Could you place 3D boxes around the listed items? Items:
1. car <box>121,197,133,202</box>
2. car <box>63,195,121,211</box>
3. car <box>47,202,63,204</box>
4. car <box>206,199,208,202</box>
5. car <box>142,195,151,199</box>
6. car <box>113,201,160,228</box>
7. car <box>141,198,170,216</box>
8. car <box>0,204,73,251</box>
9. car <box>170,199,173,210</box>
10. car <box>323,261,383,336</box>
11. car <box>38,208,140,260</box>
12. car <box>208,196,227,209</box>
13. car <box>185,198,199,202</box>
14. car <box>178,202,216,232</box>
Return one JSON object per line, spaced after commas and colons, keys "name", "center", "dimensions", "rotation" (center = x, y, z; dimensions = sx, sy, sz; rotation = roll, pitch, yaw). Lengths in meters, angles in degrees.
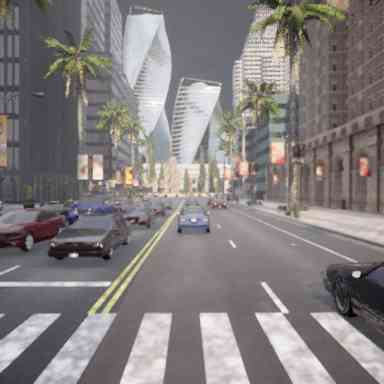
{"name": "car", "center": [-6.993, 1.552, 33.868], "dimensions": [1.994, 1.385, 4.181], "rotation": [0, 0, 0]}
{"name": "car", "center": [-6.999, 1.213, 23.927], "dimensions": [2.150, 2.045, 5.566], "rotation": [0, 0, 0]}
{"name": "car", "center": [-10.189, 1.504, 25.000], "dimensions": [2.161, 1.482, 4.786], "rotation": [0, 0, -1]}
{"name": "car", "center": [3.404, 1.486, 54.354], "dimensions": [1.837, 1.490, 4.892], "rotation": [0, 0, -1]}
{"name": "car", "center": [-10.420, 1.455, 76.305], "dimensions": [2.231, 1.521, 4.892], "rotation": [0, 0, -1]}
{"name": "car", "center": [-3.523, 1.556, 22.009], "dimensions": [1.994, 1.385, 4.181], "rotation": [0, 0, 1]}
{"name": "car", "center": [-3.496, 1.553, 31.774], "dimensions": [1.994, 1.385, 4.181], "rotation": [0, 0, 0]}
{"name": "car", "center": [-7.069, 1.473, 14.225], "dimensions": [1.882, 1.535, 5.008], "rotation": [0, 0, 0]}
{"name": "car", "center": [-3.477, 1.477, 42.215], "dimensions": [2.128, 1.511, 4.902], "rotation": [0, 0, 0]}
{"name": "car", "center": [3.600, 1.546, 4.375], "dimensions": [2.033, 1.411, 5.357], "rotation": [0, 0, 0]}
{"name": "car", "center": [-3.580, 1.543, 12.770], "dimensions": [2.033, 1.411, 5.357], "rotation": [0, 0, 0]}
{"name": "car", "center": [3.511, 1.586, 44.300], "dimensions": [1.895, 1.301, 4.718], "rotation": [0, 0, -1]}
{"name": "car", "center": [0.008, 1.549, 46.230], "dimensions": [1.994, 1.385, 4.181], "rotation": [0, 0, 0]}
{"name": "car", "center": [0.101, 1.540, 20.180], "dimensions": [2.033, 1.411, 5.357], "rotation": [0, 0, 0]}
